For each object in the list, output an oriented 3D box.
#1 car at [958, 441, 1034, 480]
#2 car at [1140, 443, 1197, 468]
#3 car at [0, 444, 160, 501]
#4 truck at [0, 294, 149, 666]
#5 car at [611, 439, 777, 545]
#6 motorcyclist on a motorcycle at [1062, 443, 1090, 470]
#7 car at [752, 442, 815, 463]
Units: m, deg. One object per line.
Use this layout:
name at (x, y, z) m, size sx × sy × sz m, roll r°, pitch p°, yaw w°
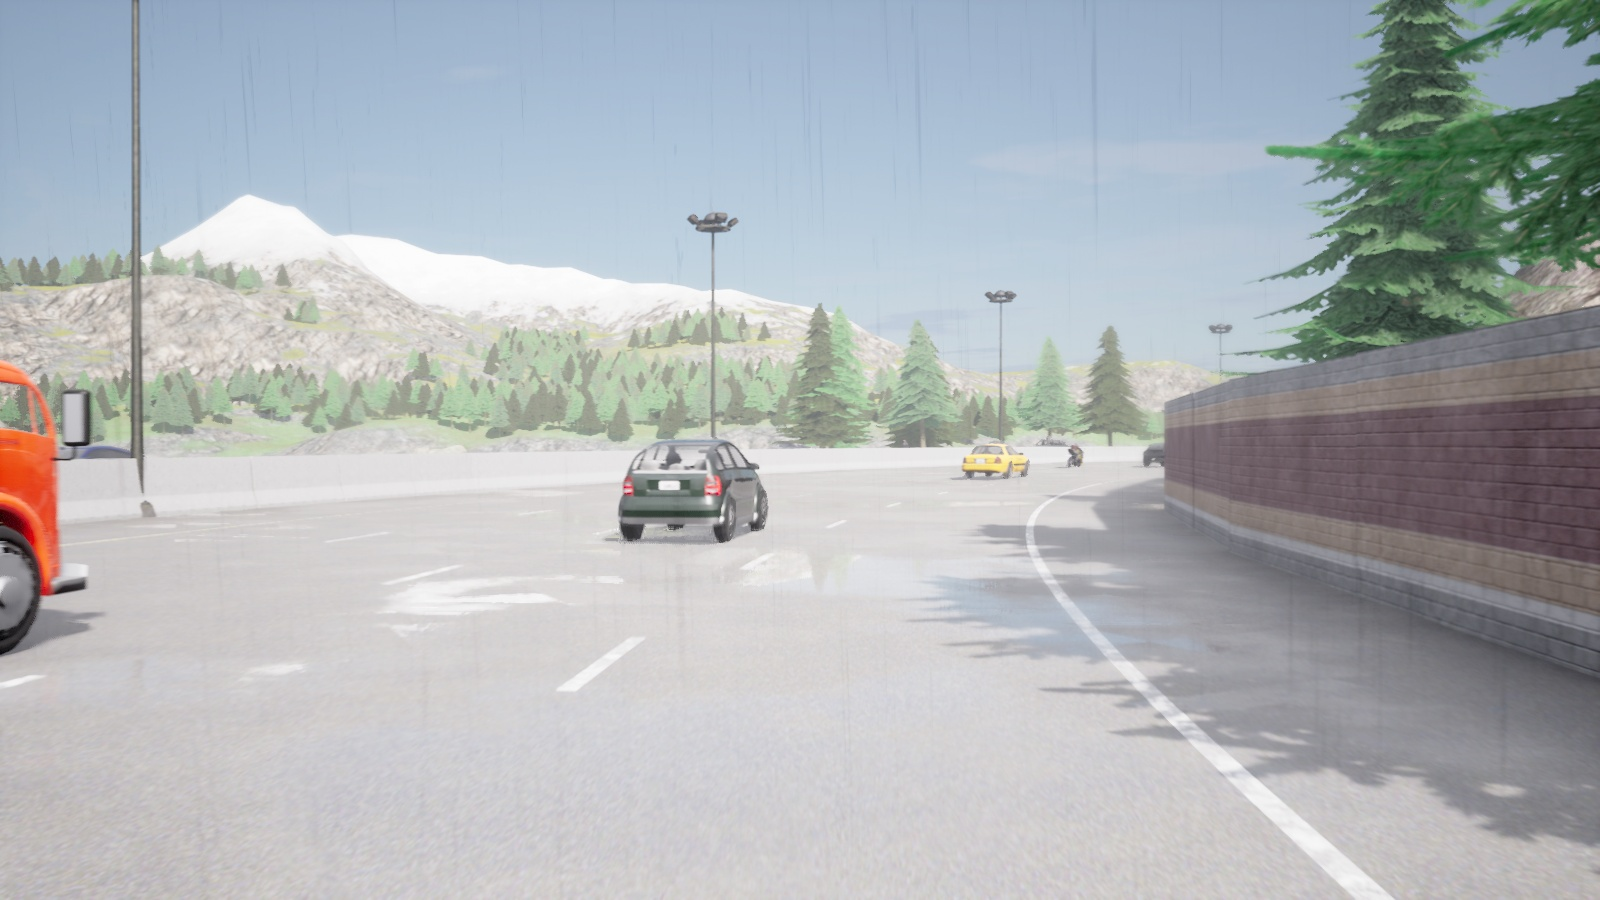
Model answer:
car at (8.301, 0.395, 52.857) m, size 1.801 × 1.575 × 5.366 m, roll 0°, pitch 0°, yaw 24°
car at (22.842, 0.335, 77.737) m, size 1.837 × 1.490 × 4.892 m, roll 0°, pitch 0°, yaw 36°
car at (-20.085, 0.558, 34.550) m, size 1.812 × 1.442 × 4.674 m, roll 0°, pitch 0°, yaw 14°
truck at (-6.683, 0.211, 7.471) m, size 2.627 × 2.467 × 5.204 m, roll 0°, pitch 0°, yaw 4°
car at (-1.602, 0.609, 20.313) m, size 1.789 × 1.549 × 3.705 m, roll 0°, pitch 0°, yaw 10°
motorcyclist on a motorcycle at (16.488, 0.375, 74.885) m, size 0.866 × 1.530 × 2.191 m, roll 1°, pitch 1°, yaw 34°
car at (-1.196, 0.181, 92.278) m, size 2.128 × 1.511 × 4.902 m, roll 0°, pitch 0°, yaw 36°
